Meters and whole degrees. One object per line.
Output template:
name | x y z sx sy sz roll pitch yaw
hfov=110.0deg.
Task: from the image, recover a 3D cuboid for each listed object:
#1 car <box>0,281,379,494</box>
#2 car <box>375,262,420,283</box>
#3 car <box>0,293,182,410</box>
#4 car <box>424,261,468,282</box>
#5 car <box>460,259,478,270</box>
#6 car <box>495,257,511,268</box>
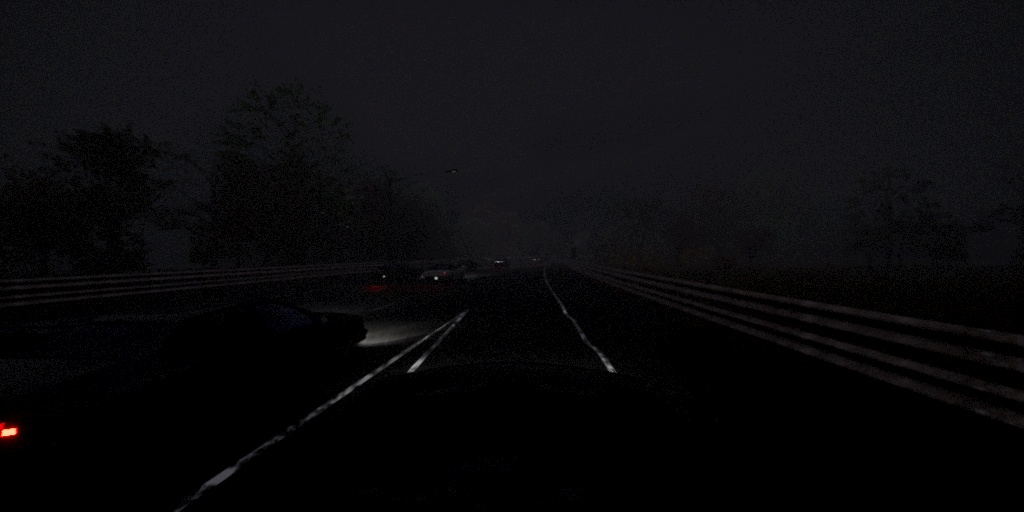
car | -4.207 1.316 5.162 2.033 1.411 5.357 -1 0 6
car | -8.649 1.209 27.528 2.128 1.511 4.902 -1 0 7
car | -7.766 1.409 4.885 1.895 1.301 4.718 -1 0 6
car | -5.117 1.279 27.729 1.895 1.301 4.718 -1 0 8
car | -5.822 1.096 47.283 2.128 1.511 4.902 -1 0 9
car | -1.318 1.022 53.267 2.128 1.511 4.902 -1 0 9
